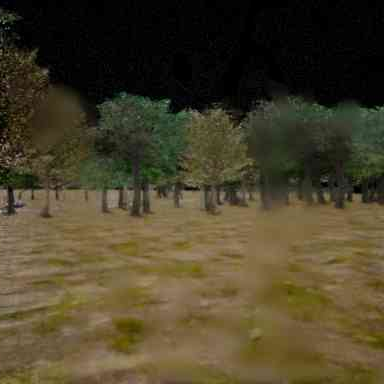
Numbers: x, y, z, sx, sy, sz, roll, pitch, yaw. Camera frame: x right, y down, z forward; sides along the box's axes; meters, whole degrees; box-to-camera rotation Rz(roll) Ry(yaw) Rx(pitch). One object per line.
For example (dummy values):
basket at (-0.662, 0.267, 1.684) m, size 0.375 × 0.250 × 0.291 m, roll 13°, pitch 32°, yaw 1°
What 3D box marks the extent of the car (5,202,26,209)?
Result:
car at (-38.804, 2.970, 73.224) m, size 2.128 × 1.511 × 4.902 m, roll -1°, pitch -2°, yaw 18°
